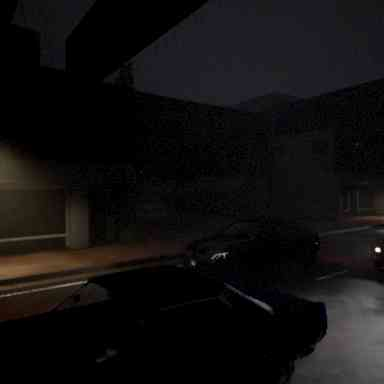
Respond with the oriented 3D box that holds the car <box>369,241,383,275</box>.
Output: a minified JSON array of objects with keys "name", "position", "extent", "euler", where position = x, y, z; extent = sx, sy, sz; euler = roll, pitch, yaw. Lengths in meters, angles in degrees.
[{"name":"car","position":[6.766,1.490,8.935],"extent":[4.718,1.301,1.895],"euler":[-1,0,-36]}]

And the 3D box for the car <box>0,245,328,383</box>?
[{"name":"car","position":[-0.704,1.608,3.489],"extent":[4.718,1.301,1.895],"euler":[-1,0,-36]}]

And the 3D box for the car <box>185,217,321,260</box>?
[{"name":"car","position":[1.906,1.482,9.711],"extent":[4.674,1.442,1.812],"euler":[-1,0,-36]}]
